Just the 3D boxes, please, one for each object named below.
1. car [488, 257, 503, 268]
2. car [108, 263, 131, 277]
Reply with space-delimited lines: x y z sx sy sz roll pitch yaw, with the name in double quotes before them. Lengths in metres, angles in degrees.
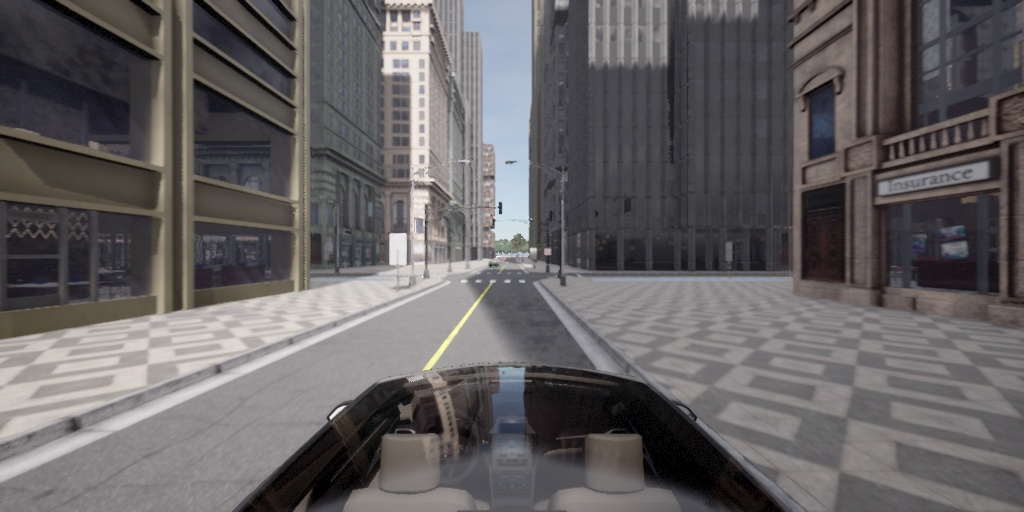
"car" -2.963 1.327 58.827 1.895 1.301 4.718 0 0 0
"car" -33.617 1.310 32.774 4.718 1.301 1.895 0 0 0
